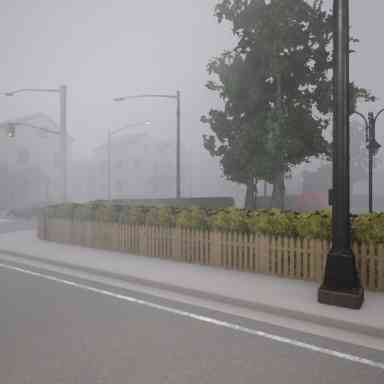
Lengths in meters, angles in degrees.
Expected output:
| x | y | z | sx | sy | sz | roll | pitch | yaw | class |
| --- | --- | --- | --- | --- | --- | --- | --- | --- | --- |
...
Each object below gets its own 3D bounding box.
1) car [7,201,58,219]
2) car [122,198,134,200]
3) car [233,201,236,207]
| x | y | z | sx | sy | sz | roll | pitch | yaw | class |
| --- | --- | --- | --- | --- | --- | --- | --- | --- | --- |
| -13.259 | 1.547 | 29.458 | 2.033 | 1.411 | 5.357 | 0 | 0 | 35 | car |
| -7.317 | 1.491 | 38.004 | 2.128 | 1.511 | 4.902 | 0 | 0 | 35 | car |
| 4.909 | 1.564 | 49.111 | 1.994 | 1.385 | 4.181 | 0 | 0 | 35 | car |
